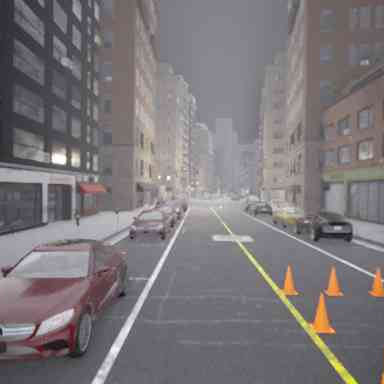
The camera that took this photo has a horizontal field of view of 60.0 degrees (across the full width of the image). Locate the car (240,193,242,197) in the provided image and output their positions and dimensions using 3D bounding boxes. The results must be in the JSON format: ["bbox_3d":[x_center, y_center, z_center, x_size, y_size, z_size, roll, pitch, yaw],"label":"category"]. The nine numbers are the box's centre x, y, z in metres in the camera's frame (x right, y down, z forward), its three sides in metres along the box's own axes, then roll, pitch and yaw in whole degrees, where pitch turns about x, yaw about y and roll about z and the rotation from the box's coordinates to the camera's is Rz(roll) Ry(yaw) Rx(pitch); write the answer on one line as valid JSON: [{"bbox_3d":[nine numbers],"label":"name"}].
[{"bbox_3d":[12.572,1.610,93.919,1.947,1.339,4.313,0,0,10],"label":"car"}]

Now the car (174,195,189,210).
[{"bbox_3d":[-1.602,1.290,38.976,2.192,1.841,5.009,0,0,1],"label":"car"}]

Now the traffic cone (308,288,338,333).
[{"bbox_3d":[2.155,1.981,5.534,0.340,0.580,0.340,1,0,1],"label":"traffic cone"}]

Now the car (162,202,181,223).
[{"bbox_3d":[-1.917,1.561,22.455,1.802,1.307,4.206,0,0,1],"label":"car"}]

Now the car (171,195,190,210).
[{"bbox_3d":[-1.496,1.288,44.482,2.192,1.841,5.009,0,0,1],"label":"car"}]

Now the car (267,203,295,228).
[{"bbox_3d":[6.610,1.602,22.474,1.752,1.417,4.829,0,0,1],"label":"car"}]

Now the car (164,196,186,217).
[{"bbox_3d":[-1.812,1.419,27.962,1.967,1.590,4.097,0,0,1],"label":"car"}]

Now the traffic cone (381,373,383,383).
[{"bbox_3d":[2.117,1.981,3.535,0.340,0.580,0.340,1,0,1],"label":"traffic cone"}]

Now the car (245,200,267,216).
[{"bbox_3d":[6.817,1.641,33.314,1.947,1.339,4.313,0,0,1],"label":"car"}]

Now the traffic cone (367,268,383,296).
[{"bbox_3d":[4.193,2.005,7.495,0.340,0.580,0.340,1,0,1],"label":"traffic cone"}]

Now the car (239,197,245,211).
[{"bbox_3d":[6.921,1.639,38.820,1.947,1.339,4.313,0,0,1],"label":"car"}]

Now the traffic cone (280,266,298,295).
[{"bbox_3d":[2.194,1.982,7.534,0.340,0.580,0.340,1,0,1],"label":"traffic cone"}]

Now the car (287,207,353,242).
[{"bbox_3d":[6.501,1.642,16.799,1.947,1.339,4.313,0,0,1],"label":"car"}]

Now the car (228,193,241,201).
[{"bbox_3d":[10.665,1.617,83.092,1.947,1.339,4.313,0,0,10],"label":"car"}]

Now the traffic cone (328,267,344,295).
[{"bbox_3d":[3.193,1.994,7.515,0.340,0.580,0.340,1,0,1],"label":"traffic cone"}]

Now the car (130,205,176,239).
[{"bbox_3d":[-2.022,1.561,16.948,1.802,1.307,4.206,0,0,1],"label":"car"}]

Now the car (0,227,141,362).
[{"bbox_3d":[-2.232,1.558,5.935,1.802,1.307,4.206,0,0,1],"label":"car"}]

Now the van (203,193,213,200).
[{"bbox_3d":[4.178,1.275,95.397,1.690,1.788,3.998,0,0,10],"label":"van"}]
